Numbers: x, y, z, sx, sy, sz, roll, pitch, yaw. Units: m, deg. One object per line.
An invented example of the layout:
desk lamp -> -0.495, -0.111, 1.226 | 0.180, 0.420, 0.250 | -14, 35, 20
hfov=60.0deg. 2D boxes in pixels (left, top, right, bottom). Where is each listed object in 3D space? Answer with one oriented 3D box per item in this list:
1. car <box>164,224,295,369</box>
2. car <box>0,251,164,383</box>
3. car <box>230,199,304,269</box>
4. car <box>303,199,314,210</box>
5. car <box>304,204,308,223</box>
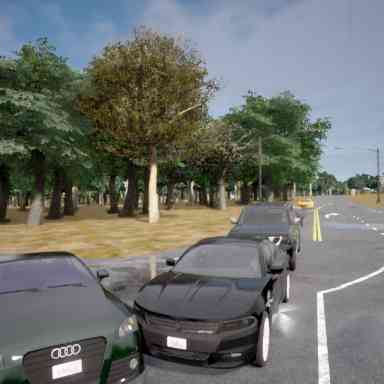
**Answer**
car -> 0.720, 1.614, 6.306 | 1.882, 1.535, 5.008 | -1, -2, 21
car -> -2.323, 1.643, 5.002 | 1.994, 1.385, 4.181 | 2, -2, -33
car -> 2.828, 1.460, 12.451 | 2.150, 2.045, 5.566 | -2, 0, 20
car -> 16.603, 1.711, 48.542 | 1.882, 1.535, 5.008 | -1, 0, 24
car -> 7.365, 1.789, 24.627 | 1.895, 1.301, 4.718 | -1, 0, 20
